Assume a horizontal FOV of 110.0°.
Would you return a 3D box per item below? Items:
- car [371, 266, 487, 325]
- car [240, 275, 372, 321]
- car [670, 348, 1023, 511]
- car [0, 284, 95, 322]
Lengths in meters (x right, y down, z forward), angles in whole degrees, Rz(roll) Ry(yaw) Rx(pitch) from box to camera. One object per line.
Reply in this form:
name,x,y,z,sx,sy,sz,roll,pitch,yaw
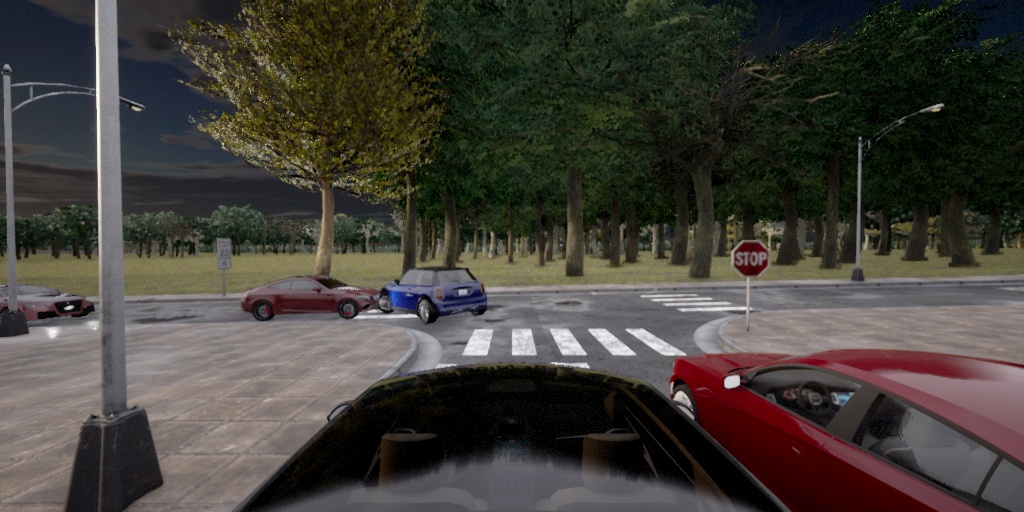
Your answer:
car,-2.890,1.134,12.474,2.097,1.767,4.553,-3,1,-41
car,-7.007,1.413,12.772,4.674,1.442,1.812,-1,1,0
car,2.637,1.294,2.314,1.888,1.381,4.507,0,0,0
car,-17.791,1.712,12.804,4.181,1.385,1.994,-1,1,0
